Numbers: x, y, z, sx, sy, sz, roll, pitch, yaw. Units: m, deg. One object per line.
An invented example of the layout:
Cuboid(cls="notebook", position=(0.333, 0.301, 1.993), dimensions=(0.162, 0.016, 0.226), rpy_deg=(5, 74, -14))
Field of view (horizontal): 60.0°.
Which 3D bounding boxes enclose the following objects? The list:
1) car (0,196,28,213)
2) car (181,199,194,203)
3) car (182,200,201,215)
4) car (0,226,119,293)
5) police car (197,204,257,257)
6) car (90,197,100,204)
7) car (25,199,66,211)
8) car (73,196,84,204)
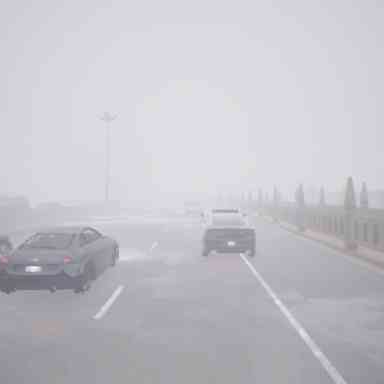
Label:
Cuboid(cls="car", position=(-17.406, 1.391, 31.469), dimensions=(2.150, 2.045, 5.566), rpy_deg=(0, 0, 0))
Cuboid(cls="car", position=(-0.414, 1.768, 47.727), dimensions=(1.837, 1.490, 4.892), rpy_deg=(0, -1, -7))
Cuboid(cls="car", position=(0.220, 1.799, 35.753), dimensions=(1.895, 1.301, 4.718), rpy_deg=(0, 0, 0))
Cuboid(cls="car", position=(-3.340, 1.614, 9.057), dimensions=(1.994, 1.385, 4.181), rpy_deg=(0, 0, 0))
Cuboid(cls="police car", position=(1.317, 1.501, 13.506), dimensions=(1.930, 1.638, 5.238), rpy_deg=(0, 0, 0))
Cuboid(cls="car", position=(-20.999, 1.865, 72.144), dimensions=(2.128, 1.511, 4.902), rpy_deg=(0, 0, -22))
Cuboid(cls="car", position=(-13.927, 1.680, 32.373), dimensions=(1.837, 1.490, 4.892), rpy_deg=(0, 0, 0))
Cuboid(cls="car", position=(-24.514, 1.669, 71.472), dimensions=(2.097, 1.767, 4.553), rpy_deg=(0, 0, -22))
